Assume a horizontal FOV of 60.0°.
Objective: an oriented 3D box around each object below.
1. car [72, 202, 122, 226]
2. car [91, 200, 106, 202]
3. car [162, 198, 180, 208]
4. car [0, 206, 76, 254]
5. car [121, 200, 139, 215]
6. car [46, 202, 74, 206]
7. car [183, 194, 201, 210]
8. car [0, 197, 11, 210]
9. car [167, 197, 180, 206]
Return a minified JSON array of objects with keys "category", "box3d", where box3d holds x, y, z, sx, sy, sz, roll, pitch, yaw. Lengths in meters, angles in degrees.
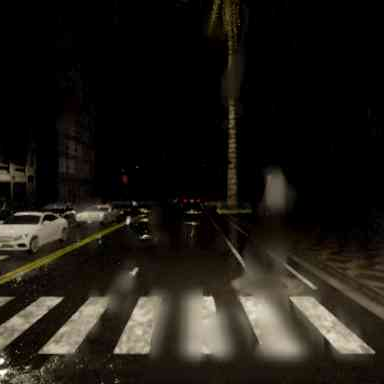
[{"category":"car","box3d":[-6.607,1.614,23.669,1.895,1.301,4.718,0,0,0]},{"category":"car","box3d":[-9.842,1.552,34.880,1.812,1.442,4.674,0,0,0]},{"category":"car","box3d":[-3.173,1.615,47.761,1.994,1.385,4.181,0,0,1]},{"category":"car","box3d":[-6.603,1.532,13.642,1.812,1.442,4.674,0,0,0]},{"category":"car","box3d":[-6.603,1.572,33.987,2.033,1.411,5.357,0,0,0]},{"category":"car","box3d":[-9.857,1.505,24.634,2.128,1.511,4.902,0,0,0]},{"category":"car","box3d":[-0.011,1.263,43.481,2.150,2.045,5.566,0,0,0]},{"category":"car","box3d":[-9.855,1.229,14.182,2.150,2.045,5.566,0,0,0]},{"category":"car","box3d":[-3.175,1.638,57.719,1.994,1.385,4.181,0,0,0]}]
